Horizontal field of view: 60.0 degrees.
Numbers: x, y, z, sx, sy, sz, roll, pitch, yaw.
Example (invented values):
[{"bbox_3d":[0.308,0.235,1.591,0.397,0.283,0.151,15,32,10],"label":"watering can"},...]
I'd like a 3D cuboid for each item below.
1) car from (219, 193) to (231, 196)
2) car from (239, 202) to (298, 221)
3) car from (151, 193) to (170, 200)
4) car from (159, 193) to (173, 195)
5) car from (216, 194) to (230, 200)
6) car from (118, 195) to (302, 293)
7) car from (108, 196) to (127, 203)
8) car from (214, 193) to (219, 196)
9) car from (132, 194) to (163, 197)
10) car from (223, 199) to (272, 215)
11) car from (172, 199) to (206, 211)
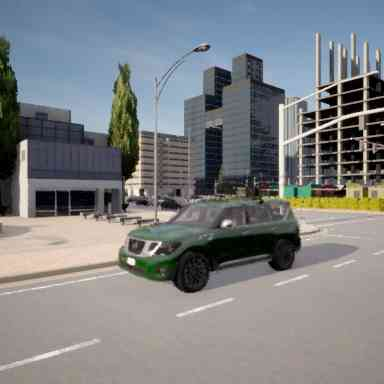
[{"bbox_3d":[8.003,1.395,67.756,3.806,1.475,1.970,0,0,-40],"label":"car"},{"bbox_3d":[6.438,1.601,28.491,1.895,1.301,4.718,0,0,-38],"label":"car"},{"bbox_3d":[-8.185,1.153,87.346,4.605,1.855,1.932,0,0,-40],"label":"car"},{"bbox_3d":[-6.380,1.156,85.082,3.866,1.878,1.905,0,0,-40],"label":"car"},{"bbox_3d":[8.798,1.395,94.140,3.806,1.475,1.970,0,0,-40],"label":"car"},{"bbox_3d":[0.788,1.221,9.264,5.566,2.045,2.150,0,0,-38],"label":"car"},{"bbox_3d":[-15.228,1.505,67.713,1.837,1.490,4.892,0,0,-38],"label":"car"},{"bbox_3d":[6.165,1.156,69.992,3.866,1.878,1.905,0,0,-40],"label":"car"},{"bbox_3d":[-6.842,1.492,51.086,2.128,1.511,4.902,0,0,-38],"label":"car"},{"bbox_3d":[5.774,1.492,34.998,2.128,1.511,4.902,0,0,-38],"label":"car"},{"bbox_3d":[-0.428,1.601,42.894,1.895,1.301,4.718,0,0,-38],"label":"car"}]
